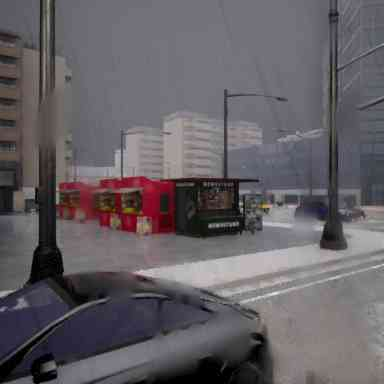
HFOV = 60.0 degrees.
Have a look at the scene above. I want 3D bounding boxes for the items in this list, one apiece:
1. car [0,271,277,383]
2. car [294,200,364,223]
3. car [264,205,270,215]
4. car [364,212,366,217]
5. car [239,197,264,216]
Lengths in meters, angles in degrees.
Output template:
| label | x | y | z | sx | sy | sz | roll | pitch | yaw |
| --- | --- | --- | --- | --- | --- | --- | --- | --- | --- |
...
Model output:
| label | x | y | z | sx | sy | sz | roll | pitch | yaw |
| --- | --- | --- | --- | --- | --- | --- | --- | --- | --- |
| car | -1.154 | 1.564 | 3.162 | 4.181 | 1.385 | 1.994 | 0 | 0 | -35 |
| car | 10.291 | 1.447 | 25.770 | 2.097 | 1.767 | 4.553 | 0 | -1 | -36 |
| car | 6.424 | 1.708 | 37.060 | 1.882 | 1.535 | 5.008 | 0 | -1 | -36 |
| car | 12.191 | 1.661 | 29.115 | 2.033 | 1.411 | 5.357 | 0 | -1 | -36 |
| car | 4.237 | 1.438 | 34.116 | 2.150 | 2.045 | 5.566 | 0 | -1 | -36 |
